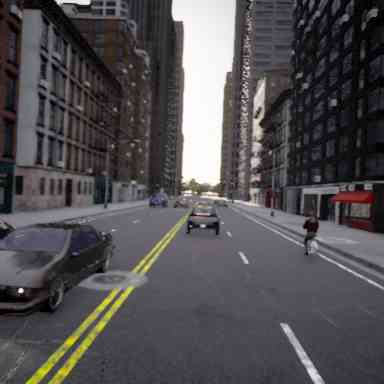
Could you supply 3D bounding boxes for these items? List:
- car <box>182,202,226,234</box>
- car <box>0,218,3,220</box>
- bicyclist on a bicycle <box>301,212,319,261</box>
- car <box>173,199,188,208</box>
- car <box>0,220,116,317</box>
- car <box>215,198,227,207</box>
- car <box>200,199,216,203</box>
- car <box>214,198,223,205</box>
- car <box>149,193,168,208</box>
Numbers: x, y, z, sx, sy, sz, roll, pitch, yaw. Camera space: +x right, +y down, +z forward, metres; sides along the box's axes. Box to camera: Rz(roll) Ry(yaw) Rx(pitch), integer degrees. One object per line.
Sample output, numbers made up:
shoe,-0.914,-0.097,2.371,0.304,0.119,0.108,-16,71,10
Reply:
car,0.698,1.620,20.296,2.128,1.511,4.902,3,0,2
car,-6.465,1.256,8.395,1.837,1.490,4.892,3,0,2
bicyclist on a bicycle,4.447,1.629,12.643,0.659,1.776,1.843,3,0,2
car,-1.587,1.720,49.215,1.994,1.385,4.181,3,0,3
car,-3.246,1.439,7.708,2.033,1.411,5.357,3,0,2
car,5.568,2.077,61.797,2.033,1.411,5.357,3,0,2
car,1.493,1.822,40.717,1.994,1.385,4.181,3,0,2
car,6.059,2.167,76.894,1.994,1.385,4.181,3,0,2
car,-4.835,1.231,48.884,2.150,2.045,5.566,3,0,3
